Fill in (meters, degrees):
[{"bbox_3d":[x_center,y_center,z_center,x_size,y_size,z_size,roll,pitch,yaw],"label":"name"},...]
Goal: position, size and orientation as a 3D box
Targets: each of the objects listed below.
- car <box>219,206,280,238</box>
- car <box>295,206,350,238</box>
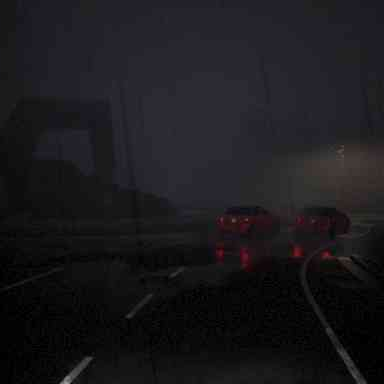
[{"bbox_3d":[3.542,1.596,19.818,2.097,1.767,4.553,0,-1,37],"label":"car"},{"bbox_3d":[7.896,1.634,19.849,2.097,1.767,4.553,0,-1,38],"label":"car"}]
